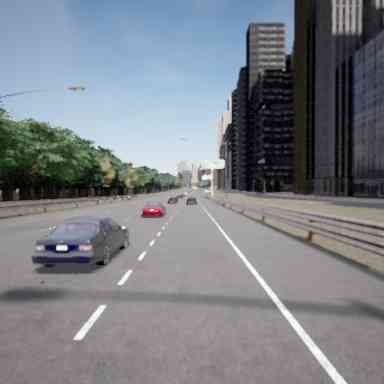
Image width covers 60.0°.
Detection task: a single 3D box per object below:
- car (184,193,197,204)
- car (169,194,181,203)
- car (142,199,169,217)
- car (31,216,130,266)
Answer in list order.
[{"bbox_3d":[-0.076,1.495,63.010,1.837,1.490,4.892,0,0,0],"label":"car"},{"bbox_3d":[-3.689,1.493,66.008,1.837,1.490,4.892,0,0,0],"label":"car"},{"bbox_3d":[-3.543,1.569,31.481,1.994,1.385,4.181,0,0,0],"label":"car"},{"bbox_3d":[-3.503,1.551,11.456,2.033,1.411,5.357,0,0,0],"label":"car"}]
